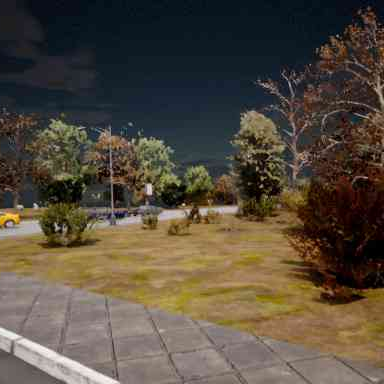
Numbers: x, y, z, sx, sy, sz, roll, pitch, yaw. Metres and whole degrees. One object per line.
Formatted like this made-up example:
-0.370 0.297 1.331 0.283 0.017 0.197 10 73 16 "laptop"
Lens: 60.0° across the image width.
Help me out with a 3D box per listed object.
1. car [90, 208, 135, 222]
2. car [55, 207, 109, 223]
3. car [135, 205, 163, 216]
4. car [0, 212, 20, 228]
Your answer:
-8.443 2.342 34.160 1.895 1.301 4.718 -3 -2 32 "car"
-11.724 2.459 35.903 2.033 1.411 5.357 -3 -2 32 "car"
-6.083 2.510 44.875 2.033 1.411 5.357 -3 -2 32 "car"
-17.053 2.368 27.665 1.882 1.535 5.008 -3 -2 33 "car"
